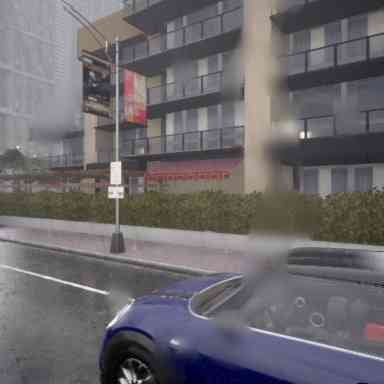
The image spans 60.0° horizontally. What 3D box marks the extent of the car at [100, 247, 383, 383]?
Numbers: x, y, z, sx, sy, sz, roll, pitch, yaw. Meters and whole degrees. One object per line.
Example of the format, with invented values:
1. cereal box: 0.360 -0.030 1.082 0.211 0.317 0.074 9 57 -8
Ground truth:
1. car: 1.213 1.352 3.200 4.553 1.767 2.097 0 0 35
